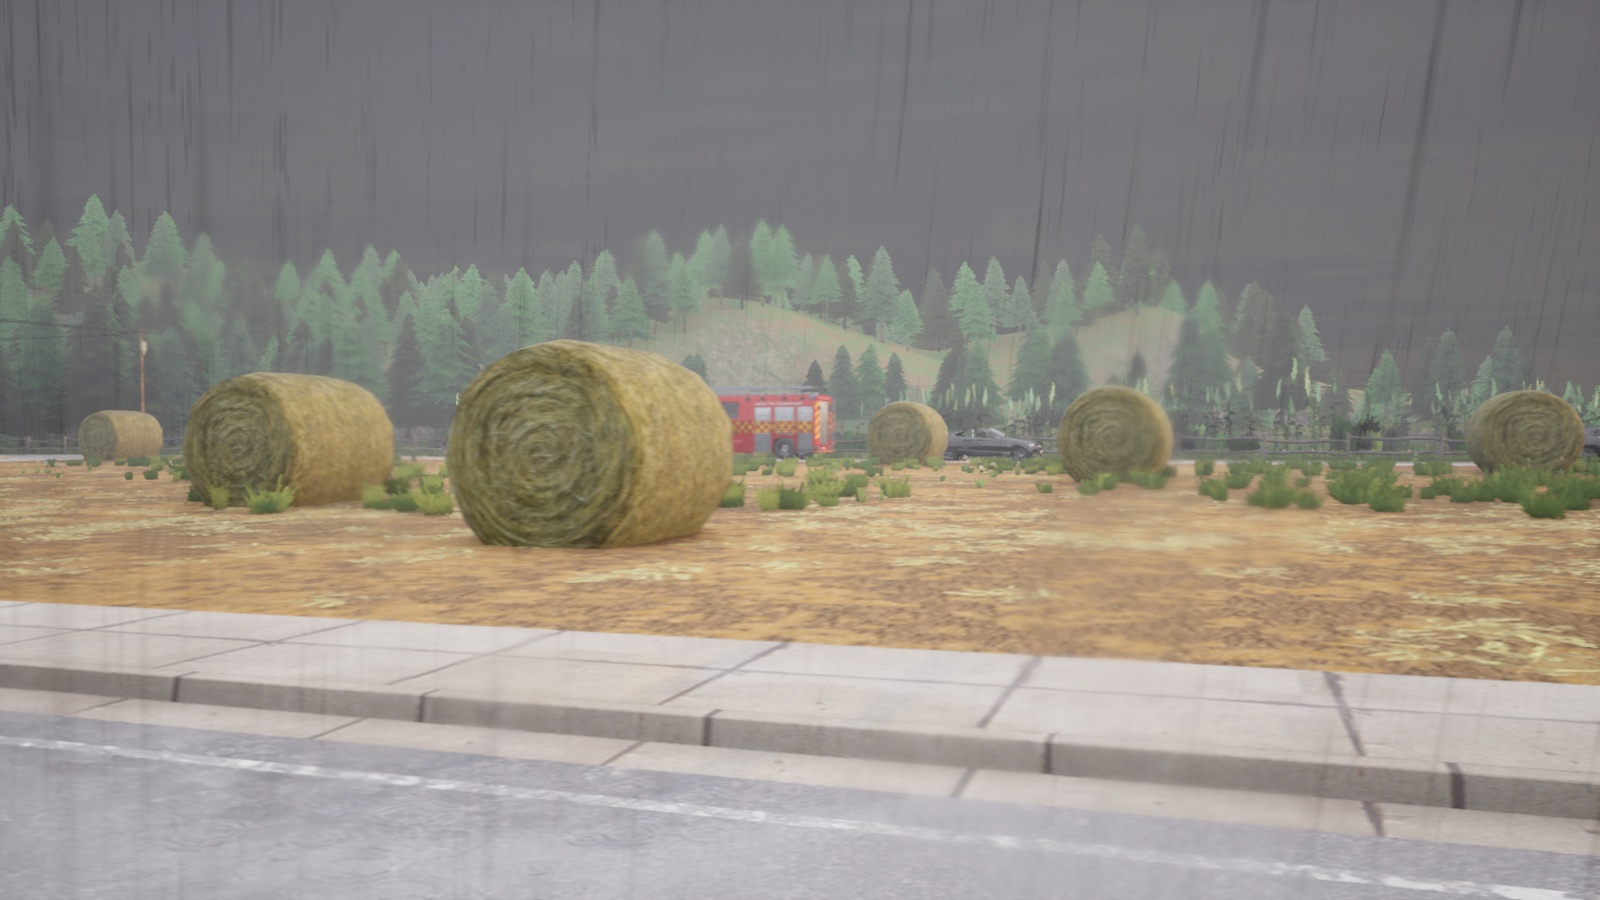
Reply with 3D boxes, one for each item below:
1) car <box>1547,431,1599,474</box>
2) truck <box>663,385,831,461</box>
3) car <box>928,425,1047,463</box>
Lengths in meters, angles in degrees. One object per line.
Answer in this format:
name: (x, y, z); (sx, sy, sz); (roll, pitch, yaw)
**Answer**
car: (31.768, 0.093, 48.384); (4.856, 1.649, 2.033); (1, 1, 22)
truck: (-2.827, -1.421, 66.428); (8.468, 3.827, 2.891); (1, 1, 22)
car: (8.642, -0.298, 57.924); (5.027, 1.651, 2.152); (1, 1, 22)
